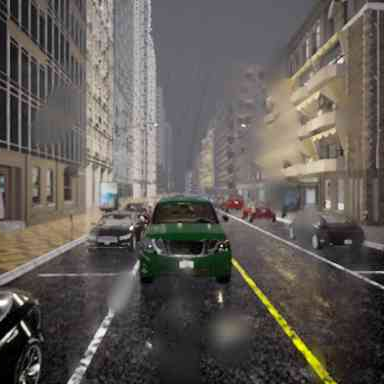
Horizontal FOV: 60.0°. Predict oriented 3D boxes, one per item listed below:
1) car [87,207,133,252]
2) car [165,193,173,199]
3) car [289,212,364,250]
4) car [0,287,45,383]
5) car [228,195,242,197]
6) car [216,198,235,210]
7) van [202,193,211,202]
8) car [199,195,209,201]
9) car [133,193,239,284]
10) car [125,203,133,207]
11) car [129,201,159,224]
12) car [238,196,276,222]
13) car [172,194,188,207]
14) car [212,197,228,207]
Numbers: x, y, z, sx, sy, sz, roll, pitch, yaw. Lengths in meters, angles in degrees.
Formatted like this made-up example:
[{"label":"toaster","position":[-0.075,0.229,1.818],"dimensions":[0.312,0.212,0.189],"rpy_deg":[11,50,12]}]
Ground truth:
[{"label":"car","position":[-2.977,1.498,13.502],"dimensions":[2.008,1.369,4.403],"rpy_deg":[0,0,-2]},{"label":"car","position":[-6.309,1.155,92.512],"dimensions":[1.967,1.590,4.097],"rpy_deg":[0,0,-2]},{"label":"car","position":[5.396,1.512,13.856],"dimensions":[2.008,1.369,4.403],"rpy_deg":[0,0,-2]},{"label":"car","position":[-2.501,1.553,2.215],"dimensions":[1.947,1.339,4.313],"rpy_deg":[0,0,-2]},{"label":"car","position":[4.445,1.202,36.429],"dimensions":[2.192,1.841,5.009],"rpy_deg":[0,0,-2]},{"label":"car","position":[4.206,1.451,42.073],"dimensions":[1.802,1.307,4.206],"rpy_deg":[0,0,-2]},{"label":"van","position":[3.016,1.129,70.290],"dimensions":[1.690,1.788,3.998],"rpy_deg":[0,0,-2]},{"label":"car","position":[2.778,1.339,75.934],"dimensions":[1.947,1.339,4.313],"rpy_deg":[0,0,-2]},{"label":"car","position":[-0.232,1.185,9.873],"dimensions":[2.150,2.045,5.566],"rpy_deg":[0,0,-2]},{"label":"car","position":[-3.215,1.368,19.146],"dimensions":[1.967,1.590,4.097],"rpy_deg":[0,0,-2]},{"label":"car","position":[-3.446,1.435,24.619],"dimensions":[1.752,1.417,4.829],"rpy_deg":[0,0,-2]},{"label":"car","position":[4.920,1.364,25.142],"dimensions":[1.967,1.590,4.097],"rpy_deg":[0,0,-2]},{"label":"car","position":[-1.758,1.190,48.415],"dimensions":[2.097,1.767,4.553],"rpy_deg":[0,0,-2]},{"label":"car","position":[3.968,1.432,47.717],"dimensions":[1.802,1.307,4.206],"rpy_deg":[0,0,-2]}]
